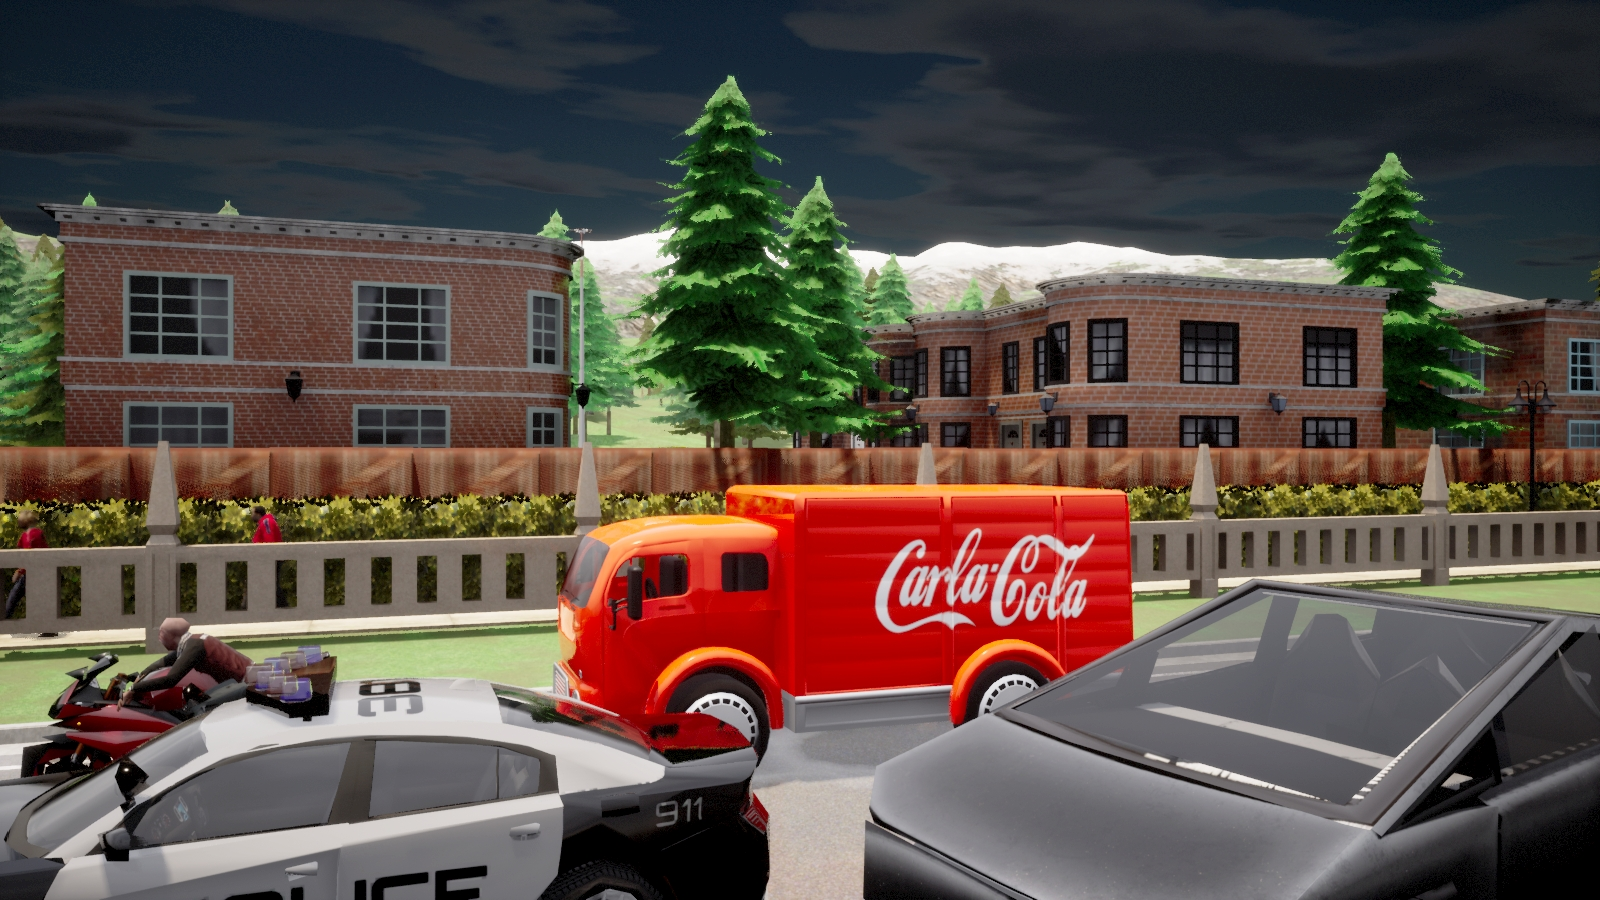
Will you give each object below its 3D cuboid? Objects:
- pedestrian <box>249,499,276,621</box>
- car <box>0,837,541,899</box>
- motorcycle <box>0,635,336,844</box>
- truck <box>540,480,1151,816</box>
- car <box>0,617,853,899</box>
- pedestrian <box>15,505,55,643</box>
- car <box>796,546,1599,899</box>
[{"bbox_3d":[-8.387,1.701,17.832,0.375,1.860,0.375,0,0,-23],"label":"pedestrian"},{"bbox_3d":[-2.622,2.065,2.345,4.193,1.474,1.816,0,0,-20],"label":"car"},{"bbox_3d":[-4.855,2.205,8.981,2.209,1.251,0.867,0,0,-20],"label":"motorcycle"},{"bbox_3d":[0.341,1.571,10.872,5.204,2.467,2.627,0,0,-20],"label":"truck"},{"bbox_3d":[-2.539,1.983,6.100,5.238,1.638,2.097,0,0,-20],"label":"car"},{"bbox_3d":[-10.594,1.700,15.828,0.375,1.860,0.375,0,0,-20],"label":"pedestrian"},{"bbox_3d":[3.288,1.756,5.800,6.274,2.098,2.390,0,0,-31],"label":"car"}]
